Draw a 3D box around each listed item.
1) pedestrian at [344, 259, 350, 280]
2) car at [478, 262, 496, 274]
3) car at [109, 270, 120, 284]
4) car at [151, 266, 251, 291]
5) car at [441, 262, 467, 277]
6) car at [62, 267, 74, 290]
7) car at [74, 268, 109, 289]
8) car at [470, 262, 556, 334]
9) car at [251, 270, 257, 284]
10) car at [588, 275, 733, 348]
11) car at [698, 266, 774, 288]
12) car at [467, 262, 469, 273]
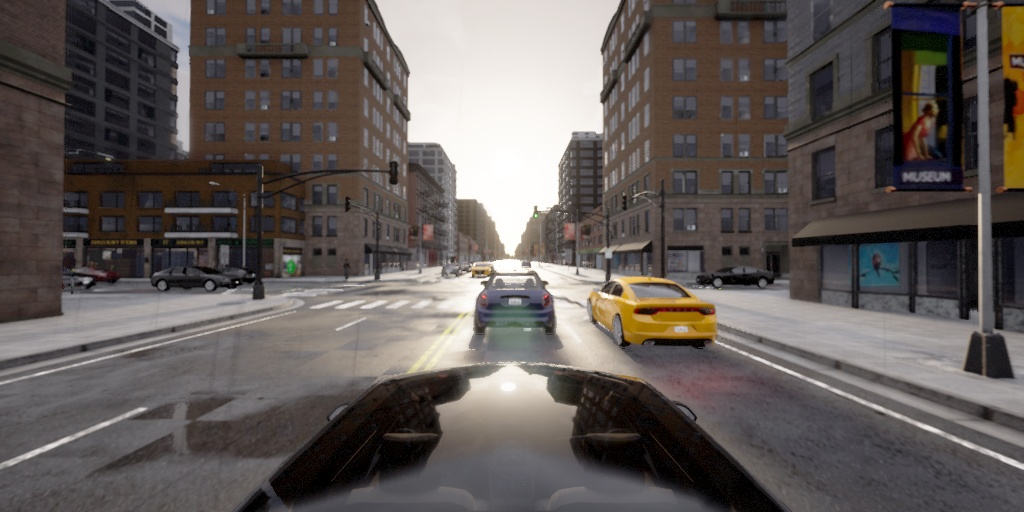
[{"bbox_3d":[-14.191,1.139,30.785,0.375,1.860,0.375,0,-1,0],"label":"pedestrian"},{"bbox_3d":[-3.429,1.601,50.038,2.128,1.511,4.902,0,0,0],"label":"car"},{"bbox_3d":[-33.192,1.543,27.965,4.207,1.307,1.802,0,0,0],"label":"car"},{"bbox_3d":[-19.619,1.405,22.440,4.892,1.490,1.837,0,-1,0],"label":"car"},{"bbox_3d":[-6.678,1.528,40.001,2.128,1.511,4.902,0,0,-1],"label":"car"},{"bbox_3d":[-27.707,1.309,19.922,4.097,1.591,1.967,0,0,0],"label":"car"},{"bbox_3d":[-29.107,1.390,22.472,4.902,1.511,2.128,0,-1,0],"label":"car"},{"bbox_3d":[0.077,1.172,11.022,2.097,1.767,4.553,0,-1,0],"label":"car"},{"bbox_3d":[-22.169,1.528,27.927,4.313,1.339,1.948,0,0,0],"label":"car"},{"bbox_3d":[3.330,1.286,9.477,1.882,1.535,5.008,0,0,1],"label":"car"},{"bbox_3d":[15.842,1.447,25.623,5.008,1.535,1.882,0,-1,1],"label":"car"},{"bbox_3d":[-6.677,1.596,49.423,2.128,1.511,4.902,0,0,0],"label":"car"}]
